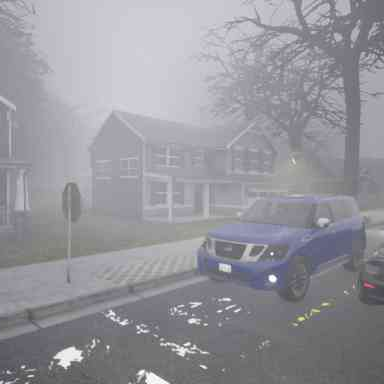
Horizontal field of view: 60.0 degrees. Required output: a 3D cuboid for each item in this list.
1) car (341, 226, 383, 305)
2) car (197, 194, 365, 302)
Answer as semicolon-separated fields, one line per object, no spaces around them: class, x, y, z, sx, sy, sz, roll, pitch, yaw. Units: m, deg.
car;4.895;1.439;6.754;1.812;1.442;4.674;1;1;45
car;2.588;1.101;8.475;2.150;2.045;5.566;1;1;45
